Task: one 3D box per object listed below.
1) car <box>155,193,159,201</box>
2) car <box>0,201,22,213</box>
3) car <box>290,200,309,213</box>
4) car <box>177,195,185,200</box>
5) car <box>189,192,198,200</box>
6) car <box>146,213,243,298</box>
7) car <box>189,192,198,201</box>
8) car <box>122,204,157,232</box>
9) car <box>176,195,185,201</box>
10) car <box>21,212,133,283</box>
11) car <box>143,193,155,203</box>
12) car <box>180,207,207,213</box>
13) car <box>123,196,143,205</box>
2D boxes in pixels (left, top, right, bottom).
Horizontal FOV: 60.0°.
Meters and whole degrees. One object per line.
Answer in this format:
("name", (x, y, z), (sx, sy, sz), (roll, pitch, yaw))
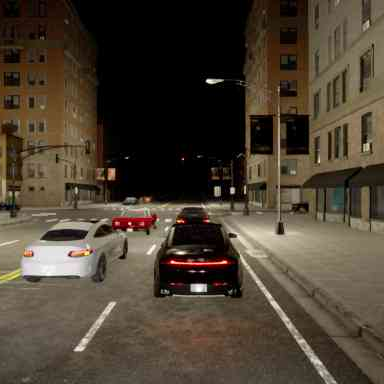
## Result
("car", (-9.391, 1.143, 82.271), (2.150, 2.045, 5.566), (0, 0, 0))
("car", (-21.097, 1.601, 35.940), (4.718, 1.301, 1.895), (0, 0, 4))
("car", (13.213, 1.528, 36.317), (4.902, 1.511, 2.128), (0, 0, -1))
("car", (-2.856, 1.398, 90.160), (1.994, 1.385, 4.181), (0, 0, 0))
("car", (0.394, 1.070, 90.175), (2.150, 2.045, 5.566), (0, 0, 0))
("car", (0.136, 1.505, 8.501), (1.837, 1.490, 4.892), (0, 0, 0))
("car", (0.349, 1.477, 79.726), (1.837, 1.490, 4.892), (0, 0, 0))
("car", (-3.071, 1.600, 18.738), (1.895, 1.301, 4.718), (0, 0, 0))
("car", (-2.900, 1.502, 80.157), (1.812, 1.442, 4.674), (0, 0, 0))
("car", (-3.115, 1.525, 9.581), (1.812, 1.442, 4.674), (0, 0, 0))
("car", (-9.449, 1.337, 69.032), (2.097, 1.767, 4.553), (0, 0, 0))
("car", (0.075, 1.524, 17.746), (1.812, 1.442, 4.674), (0, 0, 0))
("car", (-9.613, 1.539, 52.844), (2.033, 1.411, 5.357), (0, 0, 0))
